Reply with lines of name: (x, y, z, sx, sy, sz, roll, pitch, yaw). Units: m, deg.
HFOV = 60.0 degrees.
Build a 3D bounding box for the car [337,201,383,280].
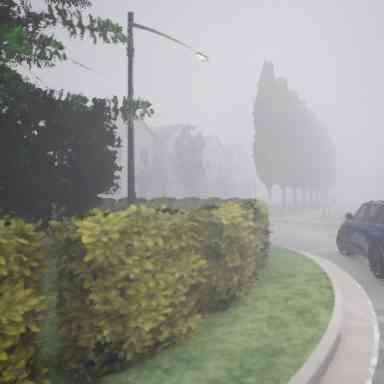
car: (6.161, 1.269, 10.085, 2.150, 2.045, 5.566, 0, 0, 10)
